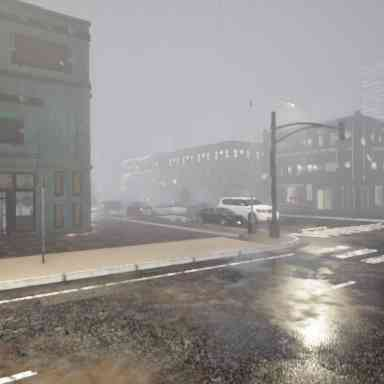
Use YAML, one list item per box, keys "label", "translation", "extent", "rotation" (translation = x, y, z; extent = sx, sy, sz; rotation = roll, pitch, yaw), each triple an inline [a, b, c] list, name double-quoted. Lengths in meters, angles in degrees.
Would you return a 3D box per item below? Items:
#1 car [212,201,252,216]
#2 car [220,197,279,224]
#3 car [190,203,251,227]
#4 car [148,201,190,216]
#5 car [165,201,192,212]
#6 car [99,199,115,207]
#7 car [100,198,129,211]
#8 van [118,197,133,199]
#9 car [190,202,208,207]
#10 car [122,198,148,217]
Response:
- label: "car"
  translation: [4.353, 1.804, 36.960]
  extent: [2.008, 1.369, 4.403]
  rotation: [-2, 0, -35]
- label: "car"
  translation: [4.337, 1.439, 26.784]
  extent: [2.150, 2.045, 5.566]
  rotation: [-1, 0, -35]
- label: "car"
  translation: [2.083, 1.811, 25.267]
  extent: [1.947, 1.339, 4.313]
  rotation: [-1, 0, -35]
- label: "car"
  translation: [-2.600, 1.958, 36.866]
  extent: [1.895, 1.301, 4.718]
  rotation: [-1, 0, -35]
- label: "car"
  translation: [-1.924, 1.960, 46.078]
  extent: [1.802, 1.307, 4.206]
  rotation: [-2, 0, -35]
- label: "car"
  translation: [-17.622, 2.222, 68.872]
  extent: [1.887, 1.381, 4.507]
  rotation: [-1, 0, -35]
- label: "car"
  translation: [-11.801, 2.015, 50.312]
  extent: [1.882, 1.535, 5.008]
  rotation: [-1, 0, -34]
- label: "van"
  translation: [-11.348, 1.901, 59.754]
  extent: [1.690, 1.788, 3.998]
  rotation: [-1, 0, -35]
- label: "car"
  translation: [1.214, 1.898, 41.520]
  extent: [1.802, 1.307, 4.206]
  rotation: [-2, 0, -35]
- label: "car"
  translation: [-5.690, 1.843, 36.765]
  extent: [1.967, 1.590, 4.097]
  rotation: [-1, 0, -35]
